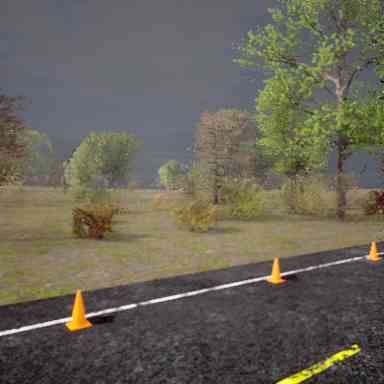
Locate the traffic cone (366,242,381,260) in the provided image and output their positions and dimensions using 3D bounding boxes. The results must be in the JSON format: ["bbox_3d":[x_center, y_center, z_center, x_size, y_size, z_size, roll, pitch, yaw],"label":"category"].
[{"bbox_3d":[6.243,2.003,11.429,0.340,0.580,0.340,0,0,-35],"label":"traffic cone"}]

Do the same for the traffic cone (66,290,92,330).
[{"bbox_3d":[-1.909,1.960,5.635,0.340,0.580,0.340,0,0,-35],"label":"traffic cone"}]

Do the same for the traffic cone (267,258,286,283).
[{"bbox_3d":[2.167,1.981,8.531,0.340,0.580,0.340,0,0,-35],"label":"traffic cone"}]
